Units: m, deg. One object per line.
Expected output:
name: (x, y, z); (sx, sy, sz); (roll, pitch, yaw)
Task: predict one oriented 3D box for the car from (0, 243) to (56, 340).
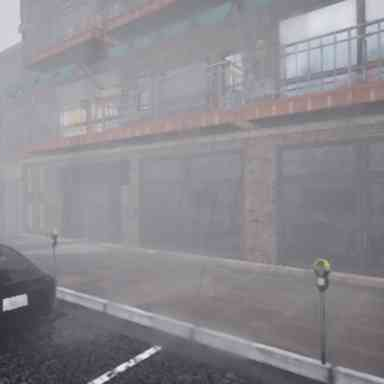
car: (-4.138, 1.569, 5.833); (4.313, 1.339, 1.947); (0, 0, 35)
